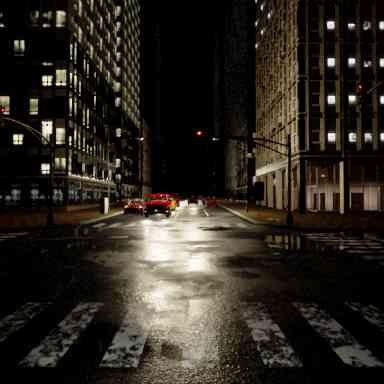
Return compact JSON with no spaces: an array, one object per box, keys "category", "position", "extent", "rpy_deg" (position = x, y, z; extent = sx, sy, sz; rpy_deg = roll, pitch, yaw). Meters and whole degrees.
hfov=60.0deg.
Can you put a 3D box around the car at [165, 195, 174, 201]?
[{"category":"car","position":[-5.591,1.578,83.933],"extent":[1.887,1.381,4.507],"rpy_deg":[1,0,0]}]

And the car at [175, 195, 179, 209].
[{"category":"car","position":[-3.056,1.493,41.513],"extent":[1.882,1.535,5.008],"rpy_deg":[0,0,0]}]

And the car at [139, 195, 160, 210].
[{"category":"car","position":[-5.626,1.332,44.907],"extent":[2.192,1.841,5.009],"rpy_deg":[1,0,0]}]

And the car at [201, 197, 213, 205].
[{"category":"car","position":[2.766,1.590,61.693],"extent":[1.947,1.339,4.313],"rpy_deg":[1,0,0]}]

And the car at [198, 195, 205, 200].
[{"category":"car","position":[2.800,1.584,95.156],"extent":[1.887,1.381,4.507],"rpy_deg":[1,0,0]}]

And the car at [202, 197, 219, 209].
[{"category":"car","position":[2.748,1.599,44.960],"extent":[1.802,1.307,4.206],"rpy_deg":[1,0,0]}]

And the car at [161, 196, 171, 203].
[{"category":"car","position":[-5.603,1.573,72.782],"extent":[1.887,1.381,4.507],"rpy_deg":[1,0,0]}]

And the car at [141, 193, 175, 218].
[{"category":"car","position":[-3.062,1.233,31.086],"extent":[2.150,2.045,5.566],"rpy_deg":[0,0,0]}]

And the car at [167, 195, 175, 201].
[{"category":"car","position":[-5.586,1.587,89.508],"extent":[2.008,1.369,4.403],"rpy_deg":[1,0,0]}]

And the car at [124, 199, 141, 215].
[{"category":"car","position":[-5.640,1.453,33.756],"extent":[1.967,1.590,4.097],"rpy_deg":[1,0,0]}]

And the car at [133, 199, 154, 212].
[{"category":"car","position":[-5.637,1.597,39.332],"extent":[1.802,1.307,4.206],"rpy_deg":[1,0,0]}]

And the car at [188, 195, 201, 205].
[{"category":"car","position":[0.162,1.571,60.975],"extent":[2.033,1.411,5.357],"rpy_deg":[0,0,0]}]

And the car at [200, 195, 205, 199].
[{"category":"car","position":[2.762,1.547,56.286],"extent":[1.752,1.417,4.829],"rpy_deg":[1,0,0]}]

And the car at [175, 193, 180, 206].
[{"category":"car","position":[-3.039,1.242,52.012],"extent":[2.150,2.045,5.566],"rpy_deg":[0,0,0]}]

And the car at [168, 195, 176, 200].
[{"category":"car","position":[-5.581,1.605,95.083],"extent":[1.947,1.339,4.313],"rpy_deg":[1,0,0]}]
